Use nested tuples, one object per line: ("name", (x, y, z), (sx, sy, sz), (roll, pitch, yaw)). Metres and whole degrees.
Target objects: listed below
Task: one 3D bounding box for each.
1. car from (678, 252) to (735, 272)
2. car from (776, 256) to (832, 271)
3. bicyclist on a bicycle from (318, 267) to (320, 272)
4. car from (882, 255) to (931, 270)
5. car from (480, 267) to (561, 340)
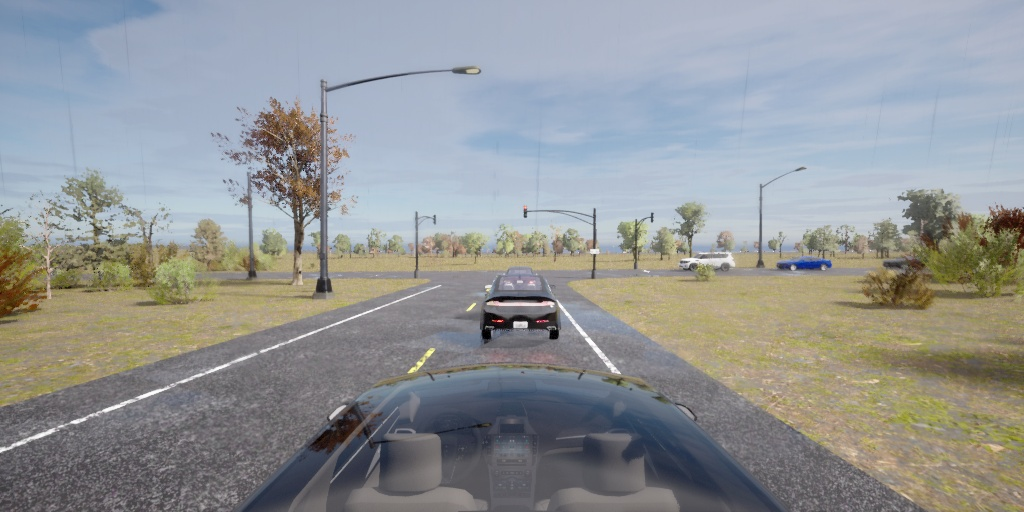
("car", (21.553, 0.629, 39.795), (5.566, 2.045, 2.150), (-1, 1, 5))
("car", (31.611, 0.775, 38.906), (5.008, 1.535, 1.882), (-1, 1, 5))
("bicyclist on a bicycle", (-25.337, 1.326, 47.877), (0.582, 1.620, 1.656), (-1, 0, 5))
("car", (42.388, 0.663, 37.940), (5.008, 1.535, 1.882), (-1, 1, 5))
("car", (0.221, 1.235, 9.976), (2.128, 1.511, 4.902), (0, 0, 1))
